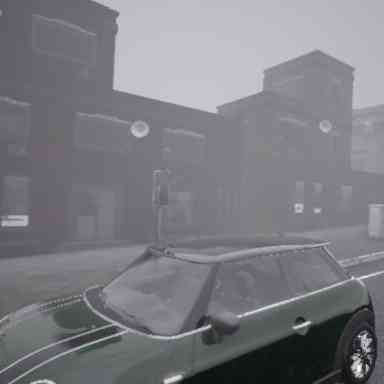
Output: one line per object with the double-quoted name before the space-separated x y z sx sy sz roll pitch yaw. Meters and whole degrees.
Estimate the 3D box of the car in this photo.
"car" 0.053 1.354 3.721 4.553 1.767 2.097 0 0 -35
